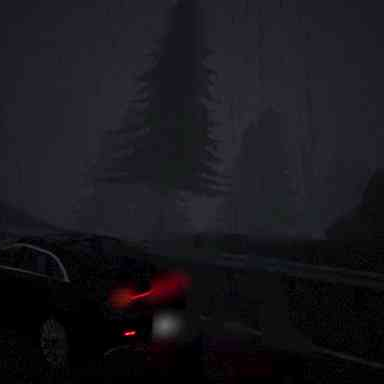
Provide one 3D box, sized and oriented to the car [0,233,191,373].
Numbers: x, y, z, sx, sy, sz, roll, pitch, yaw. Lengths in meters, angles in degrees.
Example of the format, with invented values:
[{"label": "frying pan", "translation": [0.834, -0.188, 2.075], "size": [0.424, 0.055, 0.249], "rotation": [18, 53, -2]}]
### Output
[{"label": "car", "translation": [-2.306, 1.465, 5.631], "size": [4.902, 1.511, 2.128], "rotation": [0, 0, 36]}]
